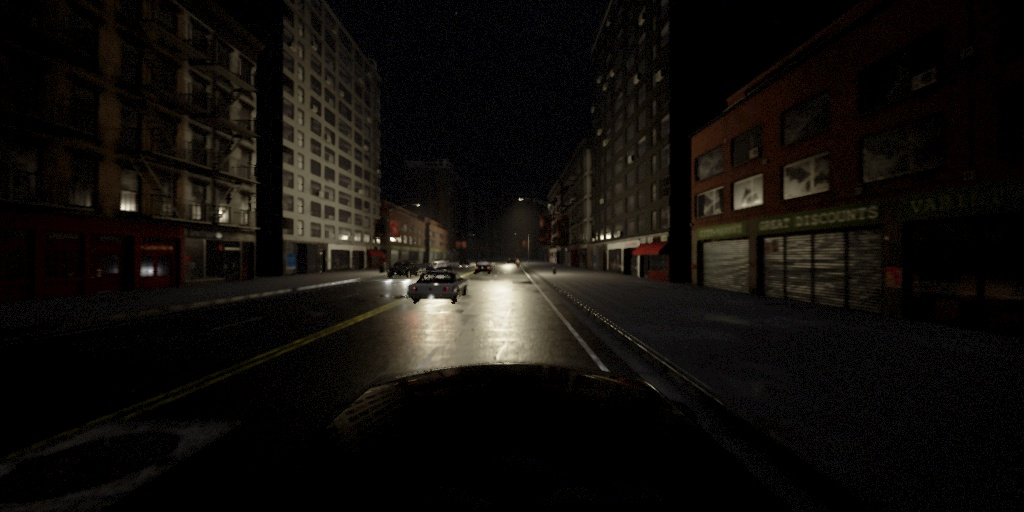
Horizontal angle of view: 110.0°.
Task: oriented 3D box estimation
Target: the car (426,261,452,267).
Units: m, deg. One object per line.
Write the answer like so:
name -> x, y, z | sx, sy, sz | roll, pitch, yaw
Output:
car -> -6.590, 1.235, 32.770 | 2.128, 1.511, 4.902 | 0, 0, 0

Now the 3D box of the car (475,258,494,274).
car -> -3.145, 1.288, 40.733 | 2.033, 1.411, 5.357 | 0, 0, 0

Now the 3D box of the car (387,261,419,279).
car -> -9.841, 1.249, 32.706 | 1.837, 1.490, 4.892 | 0, 0, 0

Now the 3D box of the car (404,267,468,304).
car -> -3.182, 1.347, 16.383 | 1.895, 1.301, 4.718 | 0, 0, 0

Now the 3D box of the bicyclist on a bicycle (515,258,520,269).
bicyclist on a bicycle -> 0.894, 1.176, 51.939 | 0.866, 1.612, 1.509 | 0, 0, 0
